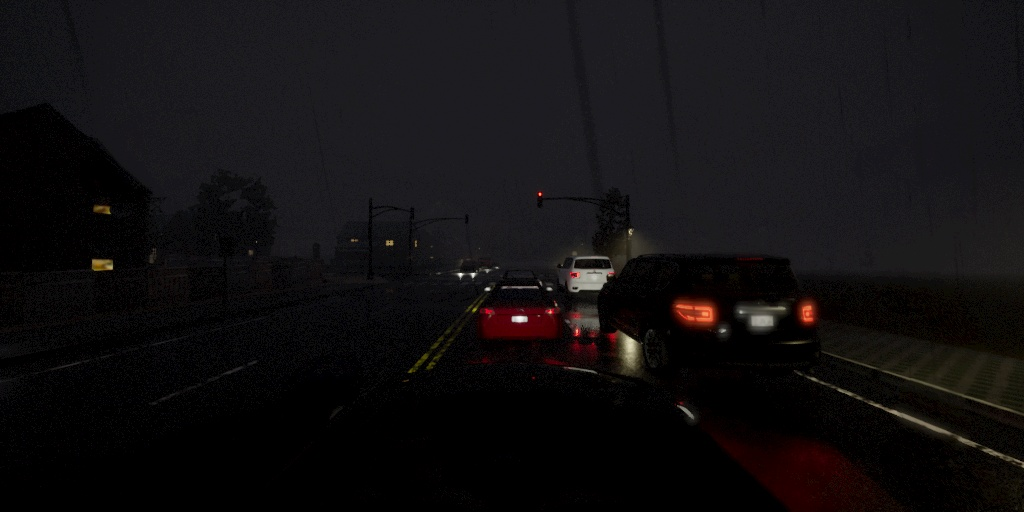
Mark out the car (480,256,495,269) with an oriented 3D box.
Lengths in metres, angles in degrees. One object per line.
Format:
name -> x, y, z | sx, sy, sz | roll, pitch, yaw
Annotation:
car -> -4.575, 1.073, 59.609 | 2.150, 2.045, 5.566 | 0, 0, 4

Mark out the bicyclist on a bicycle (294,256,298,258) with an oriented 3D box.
bicyclist on a bicycle -> -24.187, 0.780, 40.246 | 0.582, 1.620, 1.656 | 1, -1, 16

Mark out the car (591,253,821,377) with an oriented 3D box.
car -> 3.402, 0.974, 7.537 | 2.150, 2.045, 5.566 | 0, 0, 0

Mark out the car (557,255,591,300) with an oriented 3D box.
car -> 3.554, 0.983, 17.895 | 2.150, 2.045, 5.566 | 0, 0, 1

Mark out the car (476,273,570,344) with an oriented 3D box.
car -> 0.177, 1.319, 9.659 | 1.994, 1.385, 4.181 | 0, 0, 0

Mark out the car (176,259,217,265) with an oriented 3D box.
car -> -31.415, 0.812, 36.174 | 5.357, 1.411, 2.033 | 1, -1, 16

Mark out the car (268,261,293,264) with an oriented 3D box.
car -> -20.870, 0.939, 33.229 | 4.892, 1.490, 1.837 | 1, -1, 16

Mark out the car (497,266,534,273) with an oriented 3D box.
car -> 0.342, 1.364, 18.469 | 1.895, 1.301, 4.718 | 0, 0, -3

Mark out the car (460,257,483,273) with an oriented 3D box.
car -> -5.375, 1.295, 46.133 | 1.882, 1.535, 5.008 | 0, 0, 3
